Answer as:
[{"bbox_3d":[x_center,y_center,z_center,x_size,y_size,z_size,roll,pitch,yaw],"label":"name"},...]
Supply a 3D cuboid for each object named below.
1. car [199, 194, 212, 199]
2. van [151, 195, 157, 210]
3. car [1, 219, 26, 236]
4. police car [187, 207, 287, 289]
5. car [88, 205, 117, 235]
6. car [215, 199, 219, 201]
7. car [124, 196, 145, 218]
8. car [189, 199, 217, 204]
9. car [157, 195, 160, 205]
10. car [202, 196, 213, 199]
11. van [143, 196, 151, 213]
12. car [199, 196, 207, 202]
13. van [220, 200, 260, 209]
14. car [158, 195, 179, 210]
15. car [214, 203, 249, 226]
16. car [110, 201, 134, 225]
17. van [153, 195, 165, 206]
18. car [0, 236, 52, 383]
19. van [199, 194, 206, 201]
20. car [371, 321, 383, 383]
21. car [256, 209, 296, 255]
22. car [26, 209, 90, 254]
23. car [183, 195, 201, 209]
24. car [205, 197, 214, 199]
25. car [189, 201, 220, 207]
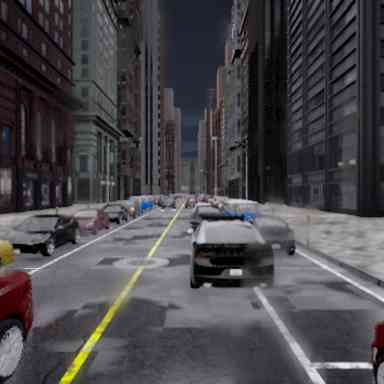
[{"bbox_3d":[2.744,1.378,58.136,2.192,1.841,5.009,0,0,0],"label":"car"},{"bbox_3d":[-5.776,1.378,41.210,1.690,1.788,3.998,0,0,0],"label":"van"},{"bbox_3d":[-5.765,1.529,7.220,1.752,1.417,4.829,0,0,0],"label":"car"},{"bbox_3d":[0.898,1.430,9.341,1.930,1.638,5.238,0,0,0],"label":"police car"},{"bbox_3d":[-5.769,1.593,18.664,1.802,1.307,4.206,0,0,0],"label":"car"},{"bbox_3d":[2.753,1.605,29.955,1.802,1.307,4.206,0,0,0],"label":"car"},{"bbox_3d":[-5.772,1.463,29.937,1.967,1.590,4.097,0,0,0],"label":"car"},{"bbox_3d":[0.843,1.544,25.229,1.812,1.442,4.674,0,0,0],"label":"car"},{"bbox_3d":[-5.779,1.369,52.482,2.192,1.841,5.009,0,0,0],"label":"car"},{"bbox_3d":[2.748,1.590,46.863,1.887,1.381,4.507,0,0,0],"label":"car"},{"bbox_3d":[-5.774,1.371,35.573,1.690,1.788,3.998,0,0,0],"label":"van"},{"bbox_3d":[2.738,1.632,80.851,1.752,1.417,4.829,0,0,0],"label":"car"},{"bbox_3d":[2.756,1.353,18.682,1.690,1.788,3.998,0,0,0],"label":"van"},{"bbox_3d":[-3.110,1.547,44.399,1.837,1.490,4.892,0,0,0],"label":"car"},{"bbox_3d":[2.754,1.568,24.319,2.008,1.369,4.403,0,0,0],"label":"car"},{"bbox_3d":[-5.771,1.583,24.300,1.947,1.339,4.313,0,0,0],"label":"car"},{"bbox_3d":[-5.781,1.404,58.119,1.690,1.788,3.998,0,0,0],"label":"van"},{"bbox_3d":[-3.100,1.479,2.542,1.882,1.535,5.008,0,0,0],"label":"car"},{"bbox_3d":[2.736,1.460,86.317,1.690,1.788,3.998,0,0,0],"label":"van"},{"bbox_3d":[2.761,1.545,1.774,1.887,1.381,4.507,0,0,0],"label":"car"},{"bbox_3d":[2.758,1.558,13.046,2.008,1.369,4.403,0,0,0],"label":"car"},{"bbox_3d":[-5.767,1.573,13.026,1.947,1.339,4.313,0,0,0],"label":"car"},{"bbox_3d":[0.007,1.571,46.670,1.812,1.442,4.674,0,0,0],"label":"car"},{"bbox_3d":[2.751,1.581,35.591,2.008,1.369,4.403,0,0,0],"label":"car"},{"bbox_3d":[0.895,1.518,19.231,1.837,1.490,4.892,0,0,0],"label":"car"}]
